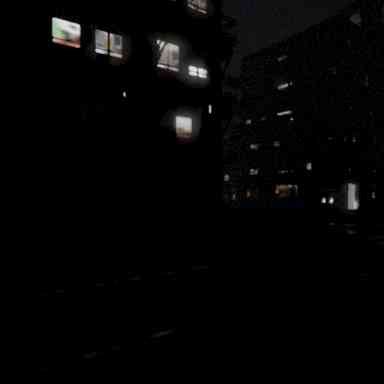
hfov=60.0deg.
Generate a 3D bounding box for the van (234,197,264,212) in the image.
[{"bbox_3d":[6.550,1.478,39.049,1.690,1.788,3.998,-2,0,-36],"label":"van"}]

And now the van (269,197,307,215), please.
[{"bbox_3d":[9.866,1.404,34.534,1.690,1.788,3.998,-2,0,-36],"label":"van"}]

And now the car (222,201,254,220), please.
[{"bbox_3d":[3.129,1.735,29.616,1.802,1.307,4.206,-2,0,-36],"label":"car"}]
